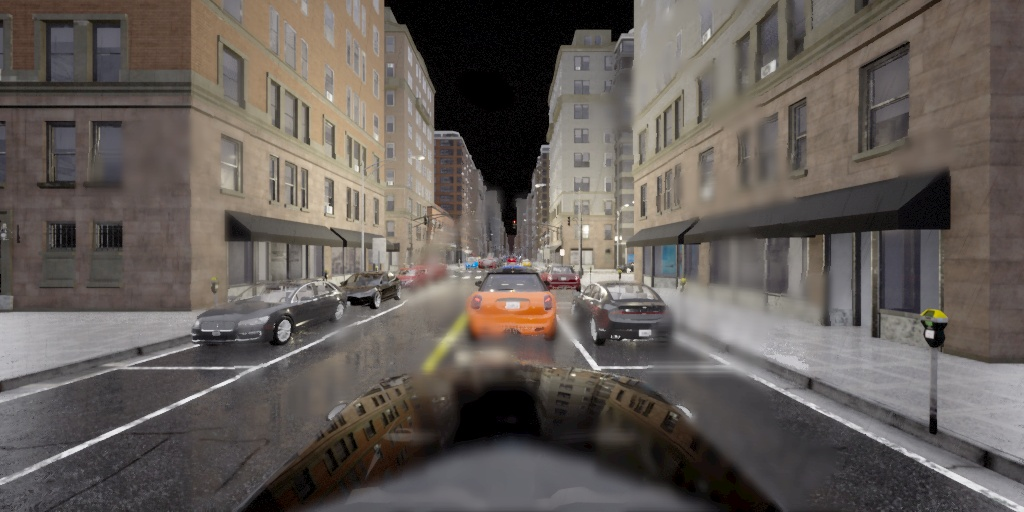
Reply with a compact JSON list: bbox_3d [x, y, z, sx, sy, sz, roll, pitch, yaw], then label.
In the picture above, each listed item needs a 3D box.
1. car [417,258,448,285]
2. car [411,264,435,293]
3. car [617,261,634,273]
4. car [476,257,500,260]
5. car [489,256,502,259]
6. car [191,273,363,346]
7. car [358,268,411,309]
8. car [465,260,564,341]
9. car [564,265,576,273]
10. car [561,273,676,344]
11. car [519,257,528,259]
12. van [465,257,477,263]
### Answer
[{"bbox_3d":[-5.873,1.061,25.870,2.192,1.841,5.009,0,0,0],"label":"car"},{"bbox_3d":[-5.869,1.330,20.347,1.802,1.307,4.207,0,0,0],"label":"car"},{"bbox_3d":[14.539,1.238,41.012,4.892,1.490,1.837,0,0,1],"label":"car"},{"bbox_3d":[-3.295,1.217,50.401,1.882,1.535,5.008,0,0,5],"label":"car"},{"bbox_3d":[-3.110,1.261,62.640,1.812,1.442,4.674,0,0,0],"label":"car"},{"bbox_3d":[-5.861,1.300,9.299,2.007,1.370,4.403,0,0,0],"label":"car"},{"bbox_3d":[-5.865,1.314,14.823,1.948,1.339,4.313,0,0,0],"label":"car"},{"bbox_3d":[0.014,1.101,9.987,2.097,1.767,4.553,0,0,0],"label":"car"},{"bbox_3d":[2.657,1.187,20.378,1.967,1.591,4.097,0,0,0],"label":"car"},{"bbox_3d":[2.665,1.300,9.328,2.007,1.370,4.403,0,0,0],"label":"car"},{"bbox_3d":[2.626,1.260,64.209,1.751,1.417,4.829,0,0,0],"label":"car"},{"bbox_3d":[-5.892,1.079,52.818,1.690,1.789,3.998,0,0,0],"label":"van"}]
